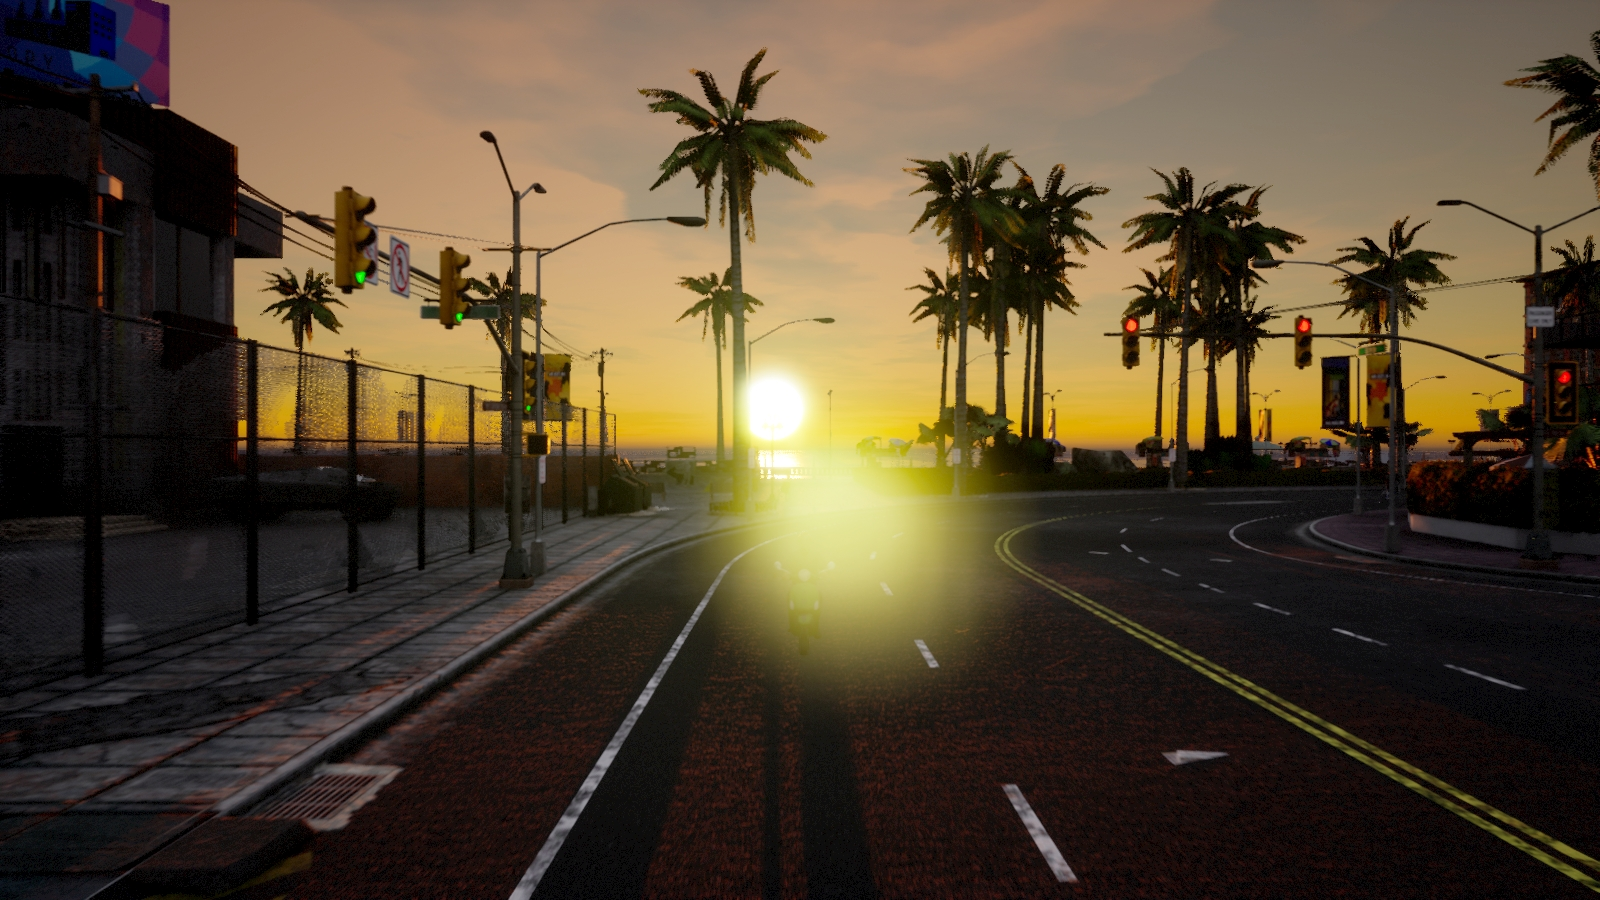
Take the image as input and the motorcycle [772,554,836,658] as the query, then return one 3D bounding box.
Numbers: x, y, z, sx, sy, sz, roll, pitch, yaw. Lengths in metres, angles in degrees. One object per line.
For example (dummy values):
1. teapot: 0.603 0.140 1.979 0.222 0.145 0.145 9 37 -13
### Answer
1. motorcycle: 0.061 2.182 16.283 0.856 1.236 1.805 0 0 1
